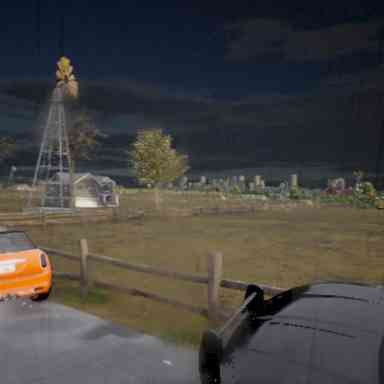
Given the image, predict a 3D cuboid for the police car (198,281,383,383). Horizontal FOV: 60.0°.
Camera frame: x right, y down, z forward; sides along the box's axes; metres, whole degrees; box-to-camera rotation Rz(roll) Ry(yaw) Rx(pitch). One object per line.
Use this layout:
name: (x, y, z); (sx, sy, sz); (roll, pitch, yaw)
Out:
police car: (2.332, 1.325, 1.784); (5.238, 1.638, 1.930); (2, 18, 38)

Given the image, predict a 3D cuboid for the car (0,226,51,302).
car: (-5.374, 1.589, 7.965); (4.553, 1.767, 2.097); (-1, -2, 38)
